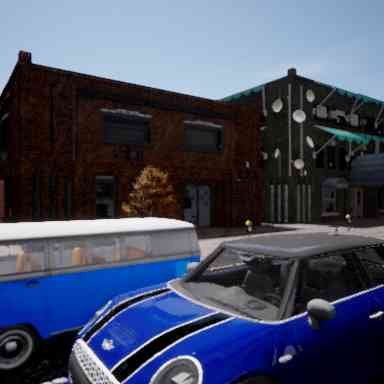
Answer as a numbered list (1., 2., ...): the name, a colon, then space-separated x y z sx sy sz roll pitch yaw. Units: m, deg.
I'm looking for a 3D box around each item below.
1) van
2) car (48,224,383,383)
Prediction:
1. van: -1.716 1.354 5.332 3.998 1.788 1.690 0 -1 -35
2. car: 0.947 1.372 4.042 4.553 1.767 2.097 0 0 -35
